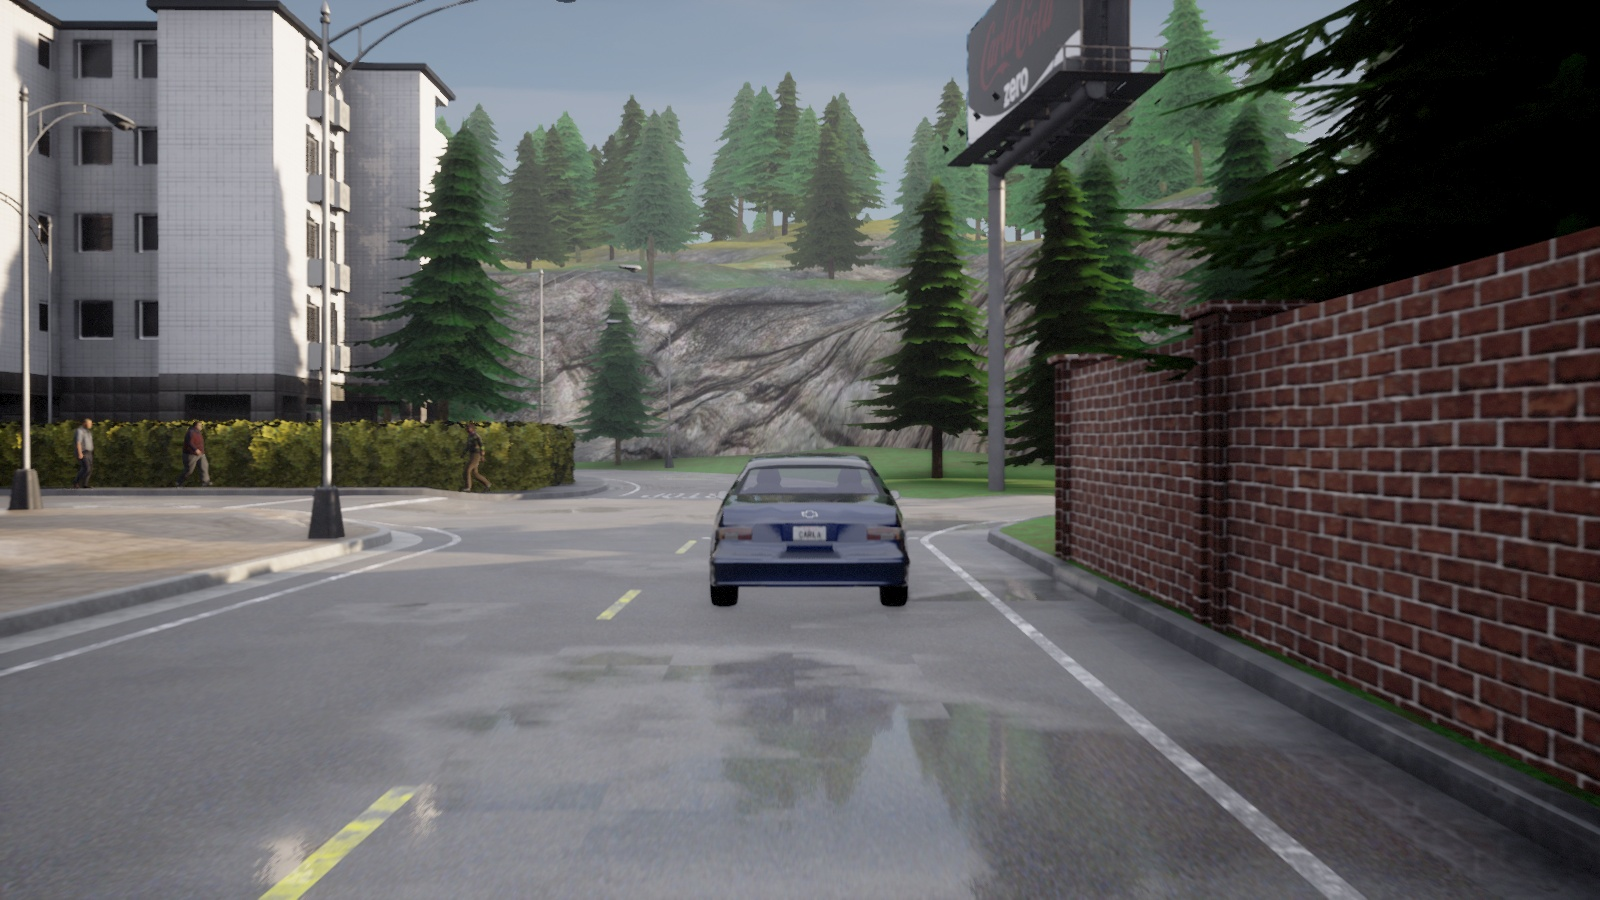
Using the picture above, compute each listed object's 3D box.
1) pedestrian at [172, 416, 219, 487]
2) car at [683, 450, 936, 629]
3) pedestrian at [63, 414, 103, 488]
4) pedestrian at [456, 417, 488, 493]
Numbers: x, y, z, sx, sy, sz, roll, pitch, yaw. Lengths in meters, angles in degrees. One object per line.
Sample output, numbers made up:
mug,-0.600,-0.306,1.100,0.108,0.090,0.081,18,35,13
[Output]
pedestrian,-15.832,0.028,32.885,0.899,1.844,0.634,0,0,11
car,0.087,0.722,12.792,2.033,1.411,5.357,0,0,0
pedestrian,-18.042,0.034,31.602,0.694,1.848,0.540,0,0,5
pedestrian,-8.473,0.132,32.444,0.692,1.930,0.395,0,0,-36
